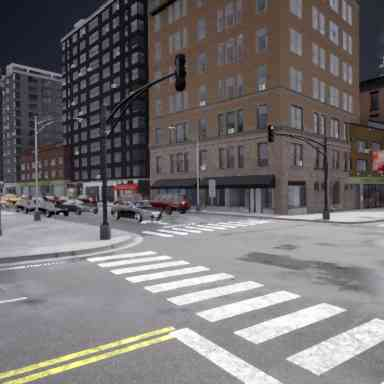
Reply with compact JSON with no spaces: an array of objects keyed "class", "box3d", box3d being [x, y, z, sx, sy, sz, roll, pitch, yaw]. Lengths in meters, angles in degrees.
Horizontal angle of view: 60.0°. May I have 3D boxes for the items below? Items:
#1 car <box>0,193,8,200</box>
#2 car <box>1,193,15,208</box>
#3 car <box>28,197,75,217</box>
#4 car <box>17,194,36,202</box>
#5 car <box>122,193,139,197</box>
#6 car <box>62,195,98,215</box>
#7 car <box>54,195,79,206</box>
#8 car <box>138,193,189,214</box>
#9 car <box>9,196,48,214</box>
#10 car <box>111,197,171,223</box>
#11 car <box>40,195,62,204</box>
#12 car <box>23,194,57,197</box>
[{"class":"car","box3d":[-40.837,0.886,70.687,1.947,1.339,4.313,0,1,-44]},{"class":"car","box3d":[-23.788,1.248,40.922,1.752,1.417,4.829,0,1,-44]},{"class":"car","box3d":[-12.392,1.418,29.200,1.947,1.339,4.313,0,1,-44]},{"class":"car","box3d":[-29.319,1.045,58.841,1.802,1.307,4.206,0,1,-44]},{"class":"car","box3d":[-6.283,1.045,35.145,2.192,1.841,5.009,0,1,-44]},{"class":"car","box3d":[-10.593,1.337,31.293,1.812,1.442,4.674,-1,1,-44]},{"class":"car","box3d":[-17.802,1.182,46.994,1.802,1.307,4.206,0,1,-44]},{"class":"car","box3d":[-2.444,1.087,31.196,2.192,1.841,5.009,0,1,-44]},{"class":"car","box3d":[-16.230,1.375,33.149,1.947,1.339,4.313,0,1,-44]},{"class":"car","box3d":[-4.173,1.372,24.691,2.128,1.511,4.902,-1,1,-44]},{"class":"car","box3d":[-21.641,1.137,50.943,1.802,1.307,4.206,0,1,-44]},{"class":"car","box3d":[-17.524,1.259,38.435,1.812,1.442,4.674,-1,1,-44]}]
